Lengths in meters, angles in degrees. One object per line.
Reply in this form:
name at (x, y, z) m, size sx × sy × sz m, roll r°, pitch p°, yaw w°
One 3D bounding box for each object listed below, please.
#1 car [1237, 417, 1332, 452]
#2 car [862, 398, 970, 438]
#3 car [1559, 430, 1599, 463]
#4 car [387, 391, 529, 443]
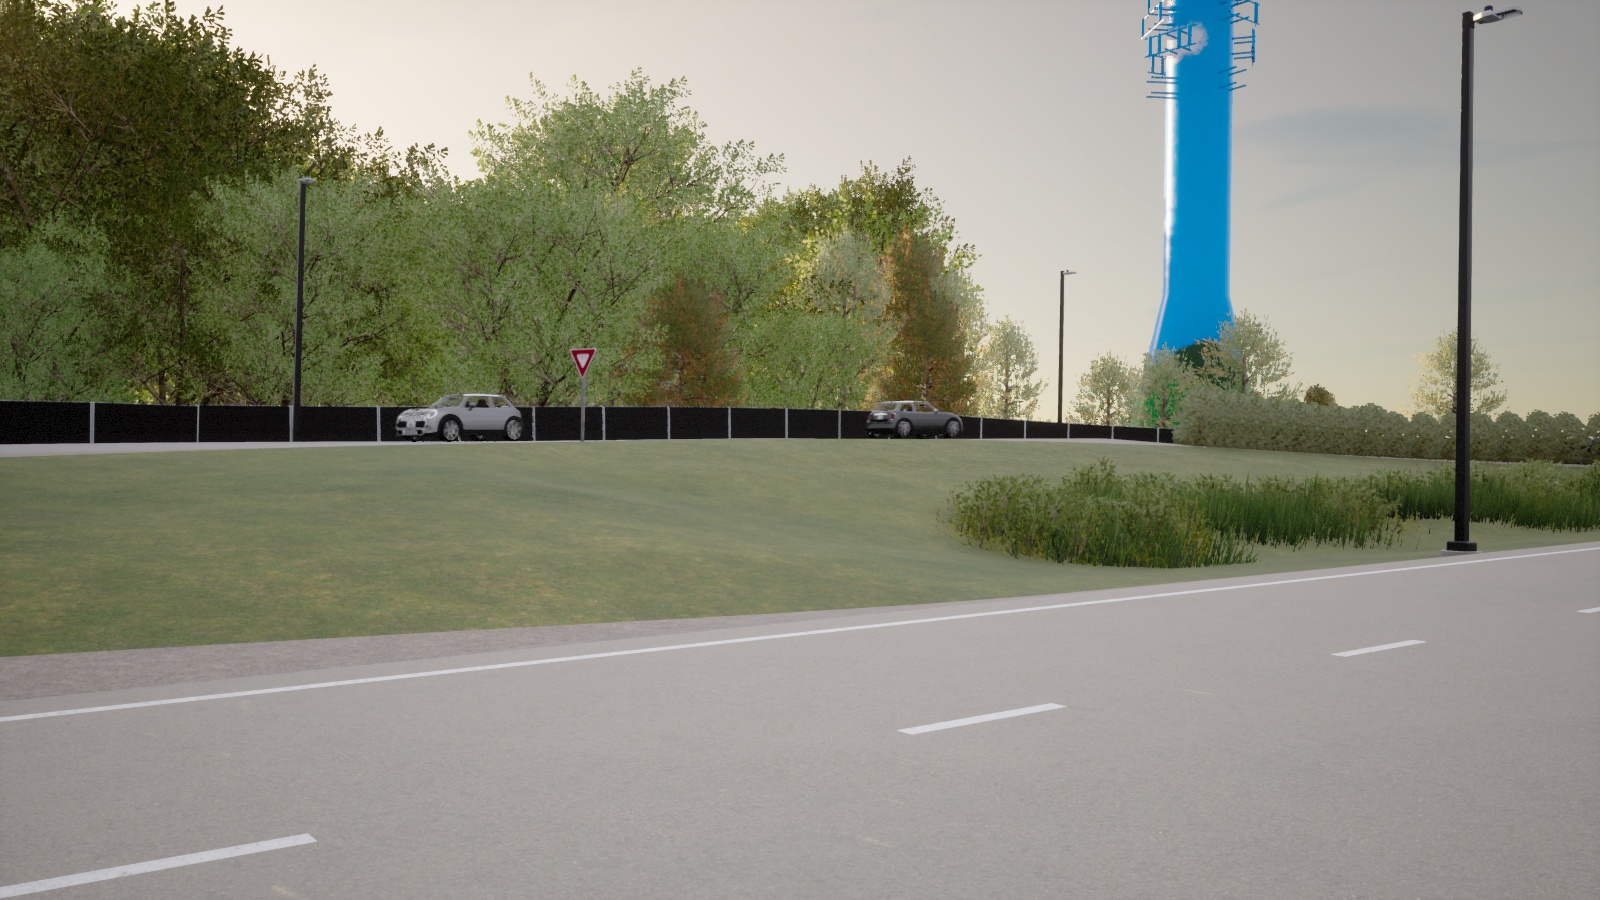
car at (23.487, -0.712, 60.902) m, size 4.193 × 1.474 × 1.816 m, roll 3°, pitch -2°, yaw -23°
car at (4.523, -1.213, 48.851) m, size 3.806 × 1.475 × 1.970 m, roll -1°, pitch 0°, yaw -37°
car at (40.464, -0.121, 61.774) m, size 5.008 × 1.535 × 1.882 m, roll 2°, pitch -1°, yaw 9°
car at (-10.401, -0.982, 38.437) m, size 1.970 × 1.475 × 3.806 m, roll 0°, pitch 1°, yaw 35°
